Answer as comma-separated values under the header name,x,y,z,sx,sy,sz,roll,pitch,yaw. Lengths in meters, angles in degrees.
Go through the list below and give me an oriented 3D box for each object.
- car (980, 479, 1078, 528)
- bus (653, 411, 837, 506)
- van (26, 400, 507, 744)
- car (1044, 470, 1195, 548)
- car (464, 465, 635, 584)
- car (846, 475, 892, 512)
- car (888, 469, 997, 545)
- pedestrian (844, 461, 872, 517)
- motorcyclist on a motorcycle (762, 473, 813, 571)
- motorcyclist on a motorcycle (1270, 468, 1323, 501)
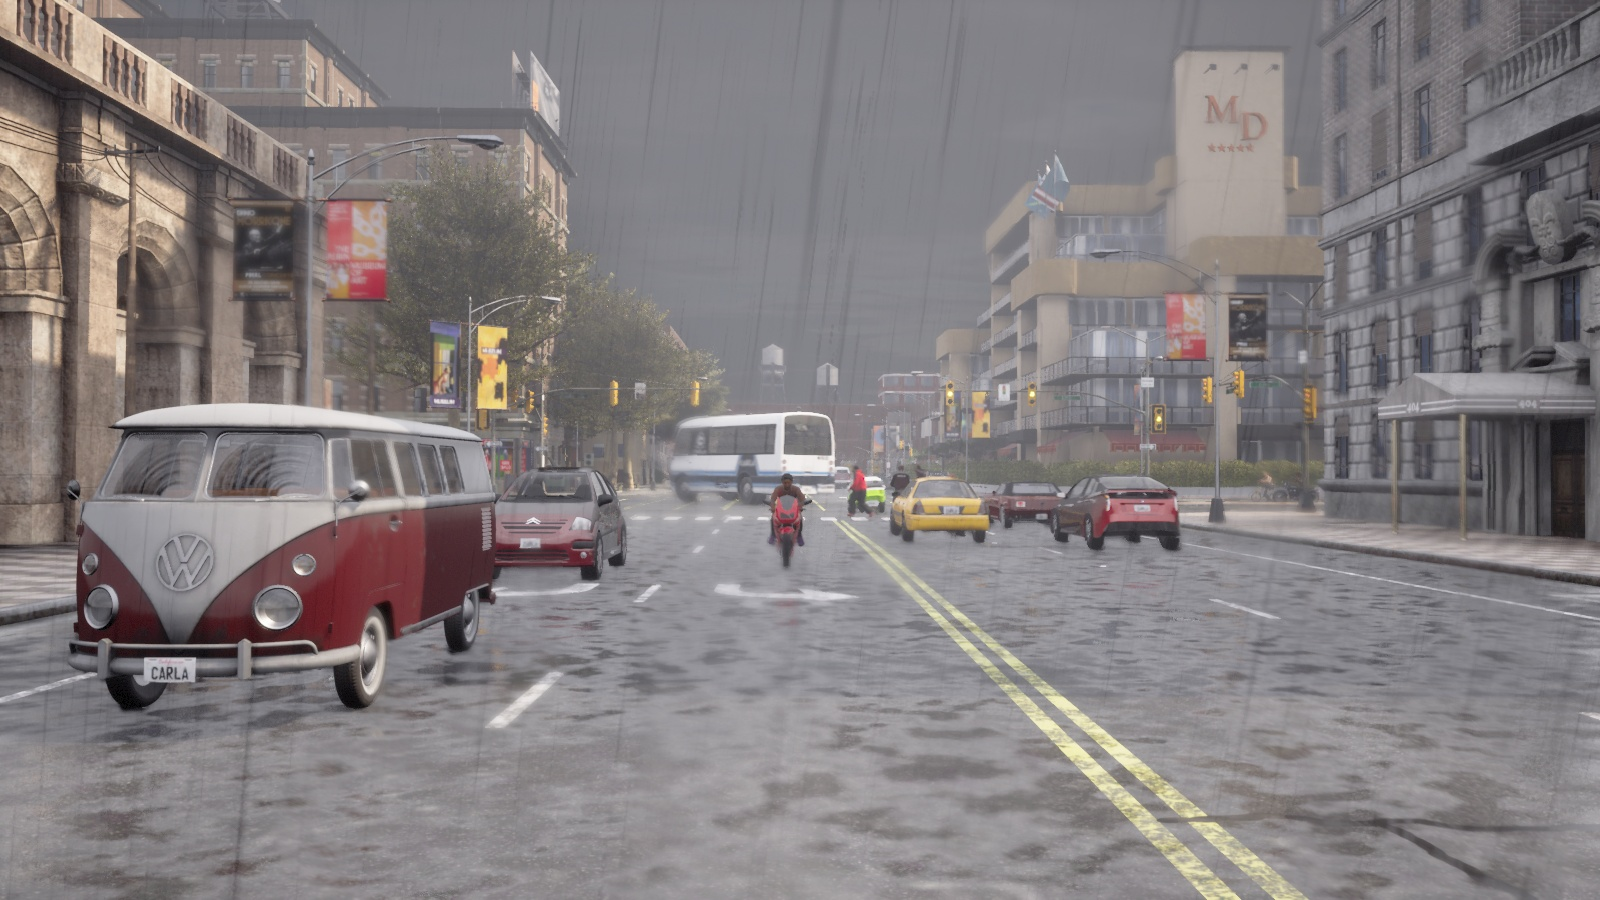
name,x,y,z,sx,sy,sz,roll,pitch,yaw
car,6.527,1.497,36.303,1.895,1.301,4.718,0,-1,-1
bus,-2.910,0.482,61.647,3.944,4.253,10.273,1,-2,-36
van,-3.607,0.741,9.502,1.775,1.987,4.442,0,-1,-1
car,6.706,1.185,26.897,2.007,1.525,4.514,0,-1,-1
car,-3.690,1.049,19.162,1.851,1.617,3.988,0,-1,-1
car,2.649,1.671,48.463,1.481,1.376,2.207,0,-1,-5
car,3.167,1.230,28.967,1.801,1.575,5.366,0,-1,-1
pedestrian,1.924,1.295,41.577,0.899,1.844,0.634,0,-1,6
motorcyclist on a motorcycle,-0.202,1.144,20.669,0.797,1.523,2.044,0,-1,-1
motorcyclist on a motorcycle,24.891,1.721,62.998,2.350,1.649,0.766,0,-1,-1
